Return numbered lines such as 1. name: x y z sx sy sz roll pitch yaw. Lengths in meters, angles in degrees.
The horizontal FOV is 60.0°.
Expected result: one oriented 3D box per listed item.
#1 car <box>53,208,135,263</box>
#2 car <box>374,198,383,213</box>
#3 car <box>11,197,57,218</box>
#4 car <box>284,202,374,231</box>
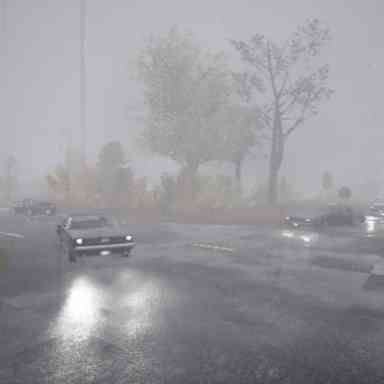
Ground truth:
1. car: -3.541 1.448 11.679 1.895 1.301 4.718 0 1 -28
2. car: 16.883 1.284 29.232 1.812 1.442 4.674 1 1 35
3. car: -12.477 1.143 26.149 4.892 1.490 1.837 1 1 40
4. car: 7.782 1.351 19.120 5.357 1.411 2.033 0 1 -32
